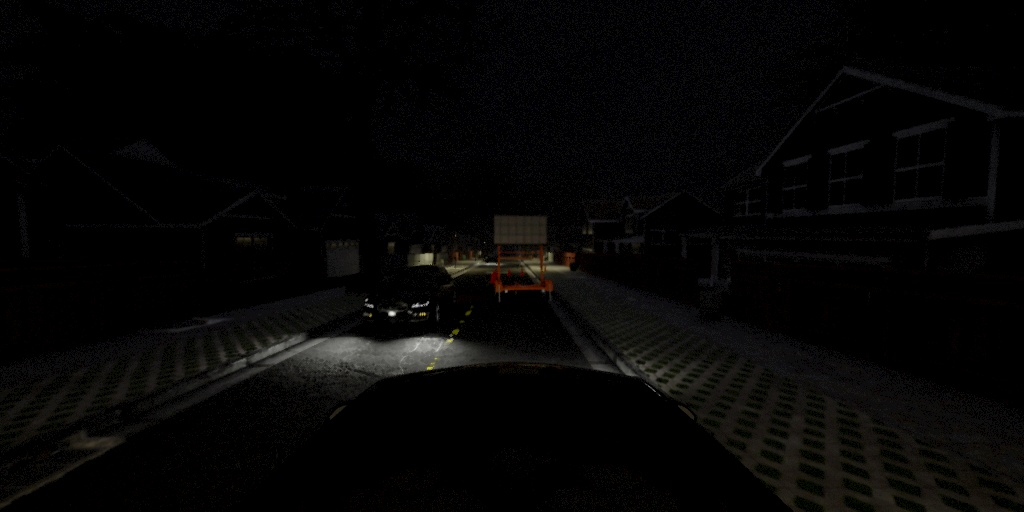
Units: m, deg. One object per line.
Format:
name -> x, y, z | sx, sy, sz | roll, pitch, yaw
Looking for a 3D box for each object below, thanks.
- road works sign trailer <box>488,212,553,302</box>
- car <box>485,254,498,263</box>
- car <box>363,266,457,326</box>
road works sign trailer -> 0.339, -0.041, 15.249 | 2.380, 3.560, 2.880 | 0, 0, -8
car -> -2.904, 0.395, 53.845 | 1.994, 1.385, 4.181 | 0, 1, 0
car -> -2.865, 1.079, 10.966 | 1.837, 1.490, 4.892 | 0, 1, 0
